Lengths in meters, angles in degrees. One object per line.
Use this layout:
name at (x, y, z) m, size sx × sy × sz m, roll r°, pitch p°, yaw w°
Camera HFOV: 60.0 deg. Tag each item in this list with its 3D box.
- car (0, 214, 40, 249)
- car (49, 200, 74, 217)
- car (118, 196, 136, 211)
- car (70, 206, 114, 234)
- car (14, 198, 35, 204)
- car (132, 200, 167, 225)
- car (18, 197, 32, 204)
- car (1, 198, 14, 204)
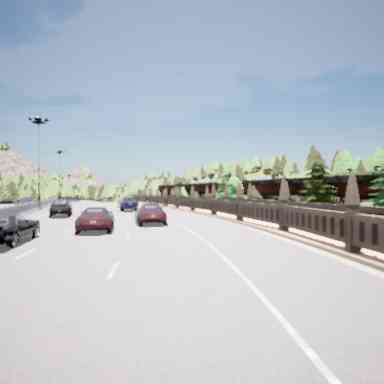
car at (-8.230, 1.623, 14.589) m, size 1.895 × 1.301 × 4.718 m, roll 0°, pitch 0°, yaw -9°
car at (-12.483, 1.523, 31.919) m, size 2.128 × 1.511 × 4.902 m, roll 0°, pitch 0°, yaw -17°
car at (-7.735, 1.340, 40.294) m, size 2.097 × 1.767 × 4.553 m, roll 0°, pitch 0°, yaw -17°
car at (-5.634, 1.566, 19.555) m, size 1.994 × 1.385 × 4.181 m, roll 0°, pitch 0°, yaw -11°
car at (-26.929, 1.658, 54.350) m, size 2.033 × 1.411 × 5.357 m, roll 0°, pitch 0°, yaw -17°
car at (-2.976, 1.543, 23.673) m, size 1.994 × 1.385 × 4.181 m, roll 0°, pitch 0°, yaw -13°
car at (-36.194, 1.904, 72.288) m, size 1.994 × 1.385 × 4.181 m, roll 0°, pitch -2°, yaw -17°
car at (-39.782, 1.963, 72.034) m, size 1.994 × 1.385 × 4.181 m, roll 0°, pitch -2°, yaw -17°
